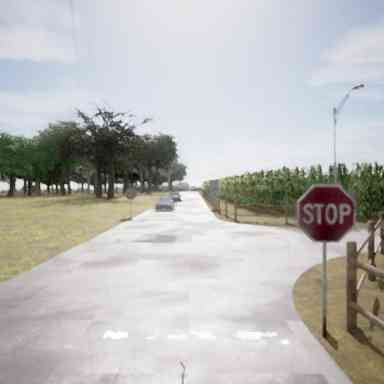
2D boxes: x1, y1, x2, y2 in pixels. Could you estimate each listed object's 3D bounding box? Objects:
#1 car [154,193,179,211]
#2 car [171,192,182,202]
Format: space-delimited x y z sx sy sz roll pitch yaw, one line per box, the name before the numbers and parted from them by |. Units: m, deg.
car | -2.780 1.197 35.039 2.033 1.411 5.357 0 1 0
car | -2.711 0.778 52.438 1.837 1.490 4.892 0 1 1
